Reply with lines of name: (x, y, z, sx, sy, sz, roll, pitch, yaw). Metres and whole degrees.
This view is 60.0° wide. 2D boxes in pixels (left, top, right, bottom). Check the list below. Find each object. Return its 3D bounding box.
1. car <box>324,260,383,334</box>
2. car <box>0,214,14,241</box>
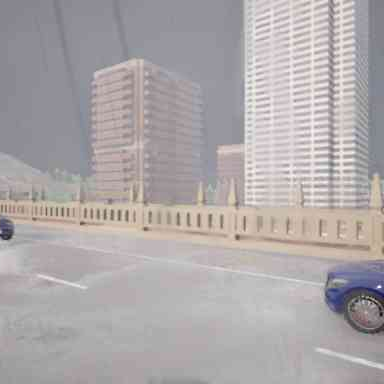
car: (4.519, 1.526, 5.068, 4.674, 1.442, 1.812, 0, 0, 36)
car: (-10.069, 1.528, 15.476, 4.674, 1.442, 1.812, 0, 0, 35)
